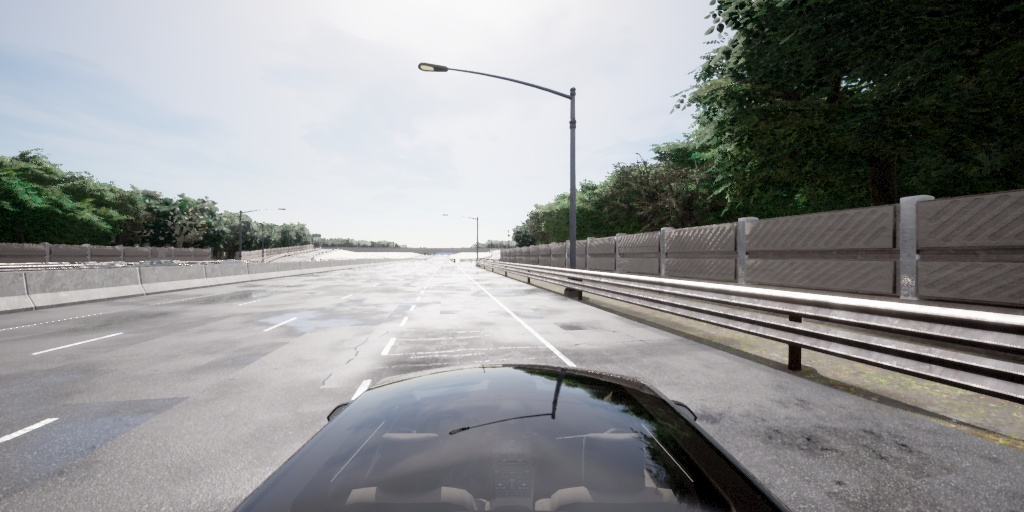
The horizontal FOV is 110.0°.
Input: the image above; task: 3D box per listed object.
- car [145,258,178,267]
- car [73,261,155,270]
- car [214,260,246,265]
[{"bbox_3d":[-38.855,1.129,38.960,2.097,1.767,4.553,0,0,-10],"label":"car"},{"bbox_3d":[-24.996,1.247,21.735,2.128,1.511,4.902,0,0,-11],"label":"car"},{"bbox_3d":[-32.105,1.306,40.948,1.812,1.442,4.674,0,0,-10],"label":"car"}]
